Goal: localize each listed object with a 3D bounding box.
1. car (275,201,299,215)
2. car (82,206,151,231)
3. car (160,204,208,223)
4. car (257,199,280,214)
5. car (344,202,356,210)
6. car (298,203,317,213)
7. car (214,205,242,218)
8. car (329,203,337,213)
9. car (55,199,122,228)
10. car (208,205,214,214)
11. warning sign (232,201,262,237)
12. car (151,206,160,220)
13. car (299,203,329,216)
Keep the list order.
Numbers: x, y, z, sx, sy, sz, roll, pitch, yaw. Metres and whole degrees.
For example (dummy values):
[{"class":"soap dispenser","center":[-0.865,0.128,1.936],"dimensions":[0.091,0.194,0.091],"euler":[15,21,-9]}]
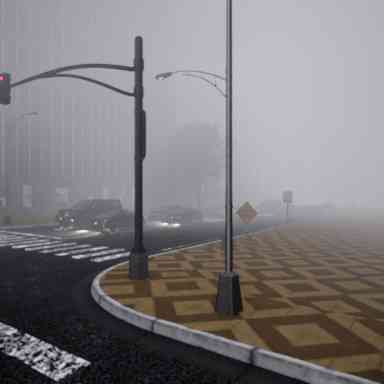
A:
[{"class":"car","center":[13.504,2.379,46.096],"dimensions":[1.812,1.442,4.674],"euler":[0,-1,33]},{"class":"car","center":[-5.177,1.890,23.254],"dimensions":[1.994,1.385,4.181],"euler":[0,-1,32]},{"class":"car","center":[-0.648,2.040,30.321],"dimensions":[1.994,1.385,4.181],"euler":[0,-1,32]},{"class":"car","center":[11.612,2.103,49.318],"dimensions":[2.150,2.045,5.566],"euler":[0,-1,33]},{"class":"car","center":[31.409,2.775,65.976],"dimensions":[1.801,1.575,5.366],"euler":[0,-1,33]},{"class":"car","center":[19.021,2.599,54.785],"dimensions":[1.994,1.385,4.181],"euler":[0,-1,33]},{"class":"car","center":[4.809,2.258,38.816],"dimensions":[1.895,1.301,4.718],"euler":[0,-1,33]},{"class":"car","center":[21.758,2.542,53.031],"dimensions":[1.837,1.490,4.892],"euler":[0,-1,33]},{"class":"car","center":[-7.627,1.555,25.450],"dimensions":[2.150,2.045,5.566],"euler":[0,-1,33]},{"class":"car","center":[3.022,2.287,42.043],"dimensions":[1.895,1.301,4.718],"euler":[0,-1,32]},{"class":"warning sign","center":[3.069,1.457,18.572],"dimensions":[1.300,1.860,1.060],"euler":[1,1,33]},{"class":"car","center":[-2.451,2.009,33.520],"dimensions":[1.837,1.490,4.892],"euler":[0,-1,33]},{"class":"car","center":[16.469,2.410,44.692],"dimensions":[2.033,1.411,5.357],"euler":[0,-1,33]}]
